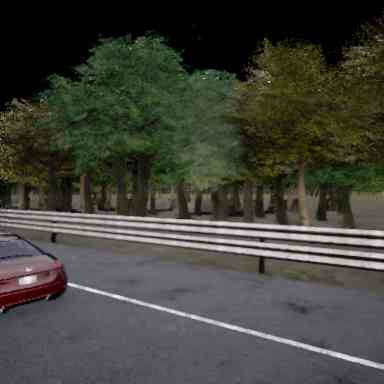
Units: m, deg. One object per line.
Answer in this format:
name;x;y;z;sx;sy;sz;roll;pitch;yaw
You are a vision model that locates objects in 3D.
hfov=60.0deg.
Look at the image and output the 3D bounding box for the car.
car;-4.613;1.581;7.240;4.181;1.385;1.994;0;0;36
